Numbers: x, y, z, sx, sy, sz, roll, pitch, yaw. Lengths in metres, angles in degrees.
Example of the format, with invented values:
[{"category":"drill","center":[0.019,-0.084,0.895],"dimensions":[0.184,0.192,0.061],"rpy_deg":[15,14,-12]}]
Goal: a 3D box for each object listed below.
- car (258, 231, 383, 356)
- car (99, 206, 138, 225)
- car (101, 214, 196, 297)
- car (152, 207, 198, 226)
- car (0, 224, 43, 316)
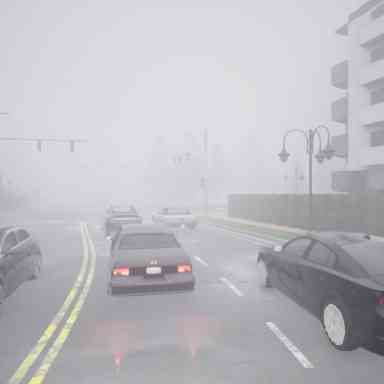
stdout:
[{"category":"car","center":[2.776,1.478,6.297],"dimensions":[1.882,1.535,5.008],"rpy_deg":[0,0,-7]},{"category":"car","center":[-3.918,1.491,18.190],"dimensions":[2.128,1.511,4.902],"rpy_deg":[0,0,-19]},{"category":"car","center":[-1.269,1.547,8.813],"dimensions":[2.033,1.411,5.357],"rpy_deg":[0,0,-12]},{"category":"car","center":[-1.225,1.600,20.883],"dimensions":[1.895,1.301,4.718],"rpy_deg":[0,0,-19]},{"category":"car","center":[-4.536,1.491,6.977],"dimensions":[2.128,1.511,4.902],"rpy_deg":[0,0,-12]}]
